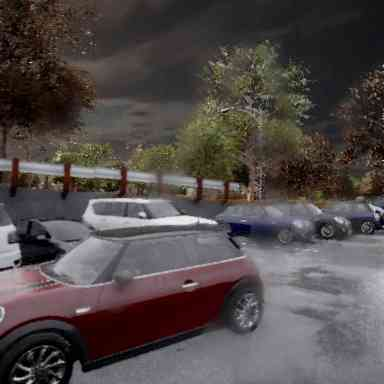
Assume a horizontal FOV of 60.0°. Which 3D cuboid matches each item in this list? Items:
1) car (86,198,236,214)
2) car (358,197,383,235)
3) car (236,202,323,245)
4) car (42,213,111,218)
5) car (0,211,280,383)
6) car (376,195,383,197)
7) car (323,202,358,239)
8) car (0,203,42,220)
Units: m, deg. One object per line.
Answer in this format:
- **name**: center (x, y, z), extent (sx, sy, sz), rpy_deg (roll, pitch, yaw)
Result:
- **car**: center (-1.598, 1.230, 11.850), extent (5.566, 2.045, 2.435), rpy_deg (-1, -1, 34)
- **car**: center (8.242, 1.344, 18.865), extent (4.553, 1.767, 2.185), rpy_deg (-1, 0, 34)
- **car**: center (3.273, 1.351, 15.386), extent (4.553, 1.767, 2.185), rpy_deg (-1, -1, 35)
- **car**: center (-4.055, 1.514, 10.088), extent (4.792, 1.488, 2.163), rpy_deg (-1, -1, 34)
- **car**: center (-1.039, 1.350, 5.092), extent (4.553, 1.767, 2.097), rpy_deg (0, 0, -35)
- **car**: center (13.110, 1.214, 22.403), extent (5.566, 2.045, 2.435), rpy_deg (-1, 0, 34)
- **car**: center (5.734, 1.348, 17.149), extent (4.553, 1.767, 2.185), rpy_deg (-1, -1, 34)
- **car**: center (-6.569, 1.237, 8.371), extent (5.566, 2.045, 2.435), rpy_deg (-1, 0, 34)
